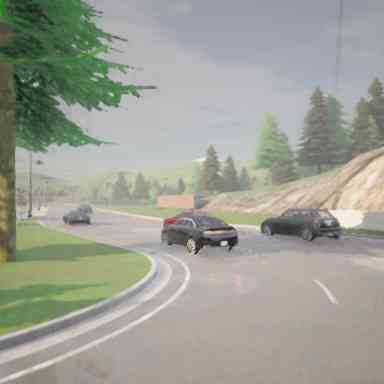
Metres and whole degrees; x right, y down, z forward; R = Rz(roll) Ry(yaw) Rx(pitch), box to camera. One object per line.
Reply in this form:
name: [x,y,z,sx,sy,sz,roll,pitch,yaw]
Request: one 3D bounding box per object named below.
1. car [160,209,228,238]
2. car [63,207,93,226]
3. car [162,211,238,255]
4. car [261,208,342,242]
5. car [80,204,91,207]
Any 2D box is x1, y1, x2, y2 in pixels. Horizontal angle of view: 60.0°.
car: [-0.045,1.962,21.693,1.882,1.535,5.008,0,-2,-35]
car: [-11.194,2.443,32.198,1.994,1.385,4.181,0,-1,-29]
car: [0.165,1.827,15.031,2.128,1.511,4.902,0,-2,-26]
car: [5.938,1.681,18.653,2.097,1.767,4.553,0,-1,-27]
car: [-17.735,2.832,55.179,2.097,1.767,4.553,0,-1,-23]
